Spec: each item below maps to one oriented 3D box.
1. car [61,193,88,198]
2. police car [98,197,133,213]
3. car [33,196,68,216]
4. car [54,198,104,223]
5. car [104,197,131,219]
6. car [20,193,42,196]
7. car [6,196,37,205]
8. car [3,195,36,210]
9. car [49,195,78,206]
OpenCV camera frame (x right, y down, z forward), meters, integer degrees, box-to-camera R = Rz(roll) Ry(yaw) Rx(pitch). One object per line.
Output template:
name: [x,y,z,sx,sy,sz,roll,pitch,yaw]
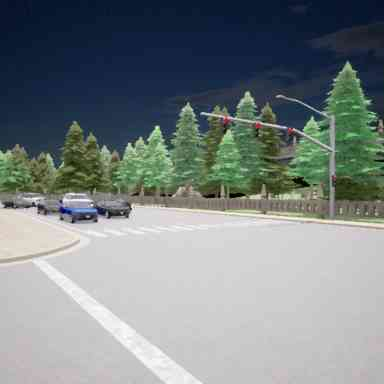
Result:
car: [-12.732,1.182,37.103,2.150,2.045,5.566,0,0,-36]
police car: [-8.734,1.394,37.611,1.930,1.638,5.238,1,0,-37]
car: [-13.947,1.462,32.774,1.837,1.490,4.892,0,0,-35]
car: [-8.636,1.436,25.135,1.882,1.535,5.008,0,0,-34]
car: [-7.146,1.441,29.138,1.882,1.535,5.008,0,0,-35]
car: [-22.355,1.182,47.037,5.566,2.045,2.150,0,0,35]
car: [-30.239,1.464,58.878,4.892,1.490,1.837,0,0,15]
car: [-22.474,1.460,42.689,4.892,1.490,1.837,0,0,39]
car: [-21.108,1.320,54.560,4.553,1.767,2.097,0,0,31]
